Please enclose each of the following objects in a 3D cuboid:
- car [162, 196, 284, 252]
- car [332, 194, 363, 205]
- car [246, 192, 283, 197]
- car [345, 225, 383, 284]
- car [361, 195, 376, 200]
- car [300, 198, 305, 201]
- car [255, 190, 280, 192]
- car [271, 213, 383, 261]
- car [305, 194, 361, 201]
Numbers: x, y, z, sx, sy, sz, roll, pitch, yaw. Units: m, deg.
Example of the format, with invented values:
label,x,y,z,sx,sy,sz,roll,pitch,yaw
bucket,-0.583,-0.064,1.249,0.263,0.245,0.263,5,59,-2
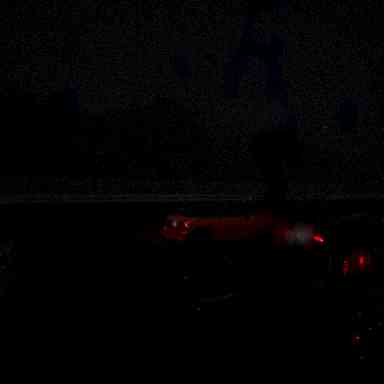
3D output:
label,x,y,z,sx,sy,sz,roll,pitch,yaw
car,1.213,1.182,13.163,4.553,1.767,2.097,0,1,-30
car,23.304,1.092,49.930,4.674,1.442,1.812,0,1,-29
car,8.173,1.088,37.355,4.892,1.490,1.837,1,1,-29
car,6.036,1.548,7.862,4.718,1.301,1.895,0,1,-30
car,23.339,1.096,45.941,5.008,1.535,1.882,0,1,-29
car,13.211,1.194,36.175,5.357,1.411,2.033,0,1,-29
car,8.890,0.754,41.757,5.566,2.045,2.150,0,1,-29
car,5.584,1.441,11.628,5.357,1.411,2.033,0,1,-30
car,13.803,1.178,32.499,5.008,1.535,1.882,0,1,-29
